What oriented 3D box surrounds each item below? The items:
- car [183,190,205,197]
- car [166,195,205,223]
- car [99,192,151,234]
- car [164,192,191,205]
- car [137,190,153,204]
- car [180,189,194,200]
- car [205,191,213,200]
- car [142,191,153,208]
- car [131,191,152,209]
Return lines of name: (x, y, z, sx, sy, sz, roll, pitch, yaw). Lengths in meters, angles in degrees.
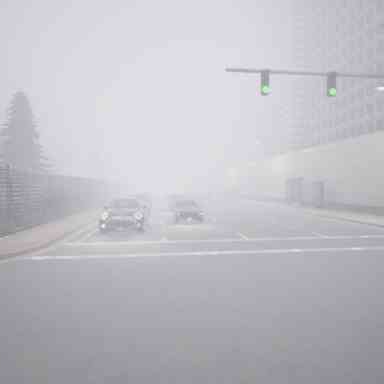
car: (0.164, 0.729, 49.597, 2.128, 1.511, 4.902, -1, 1, -6)
car: (-0.441, 1.189, 22.479, 2.033, 1.411, 5.357, -1, 1, -6)
car: (-3.471, 1.090, 17.496, 2.097, 1.767, 4.553, -1, 1, -5)
car: (-1.479, 1.014, 32.017, 1.837, 1.490, 4.892, -1, 1, -6)
car: (-6.539, 0.687, 46.524, 2.097, 1.767, 4.553, -1, 1, -6)
car: (-0.957, 0.450, 59.705, 2.097, 1.767, 4.553, -1, 1, -6)
car: (2.537, 0.558, 59.968, 2.128, 1.511, 4.902, -1, 1, -6)
car: (-4.382, 0.968, 26.273, 2.097, 1.767, 4.553, -1, 1, -6)
car: (-5.441, 0.828, 36.335, 2.097, 1.767, 4.553, -1, 1, -6)
